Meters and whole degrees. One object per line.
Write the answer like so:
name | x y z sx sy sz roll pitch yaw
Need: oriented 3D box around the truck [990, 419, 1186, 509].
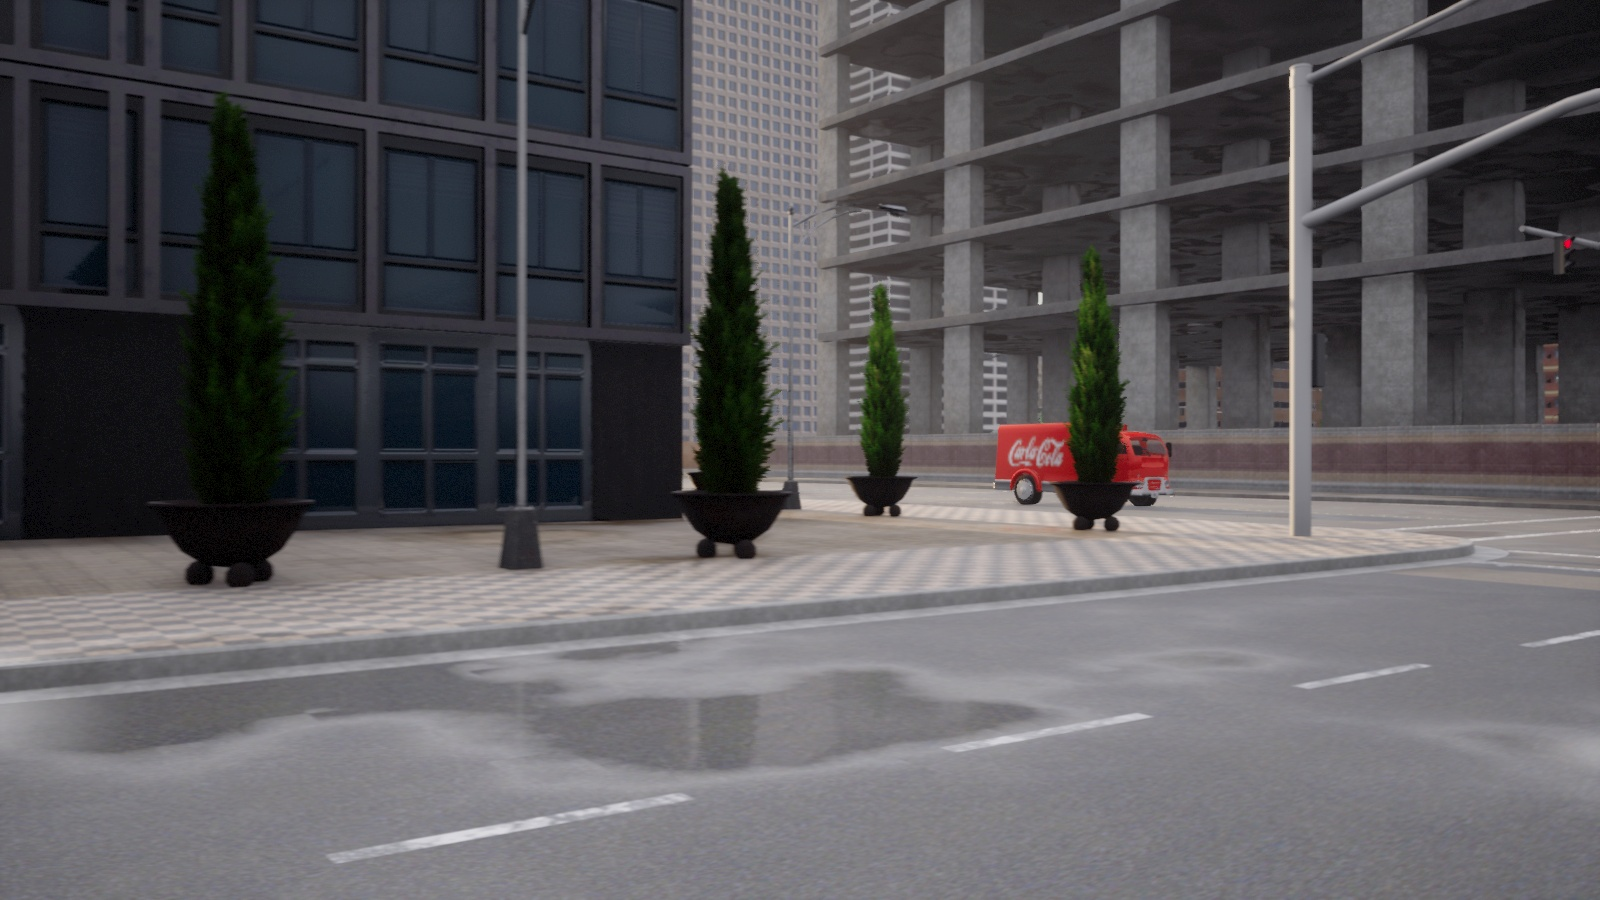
truck | 8.378 0.387 37.035 2.627 2.467 5.204 0 0 -35
